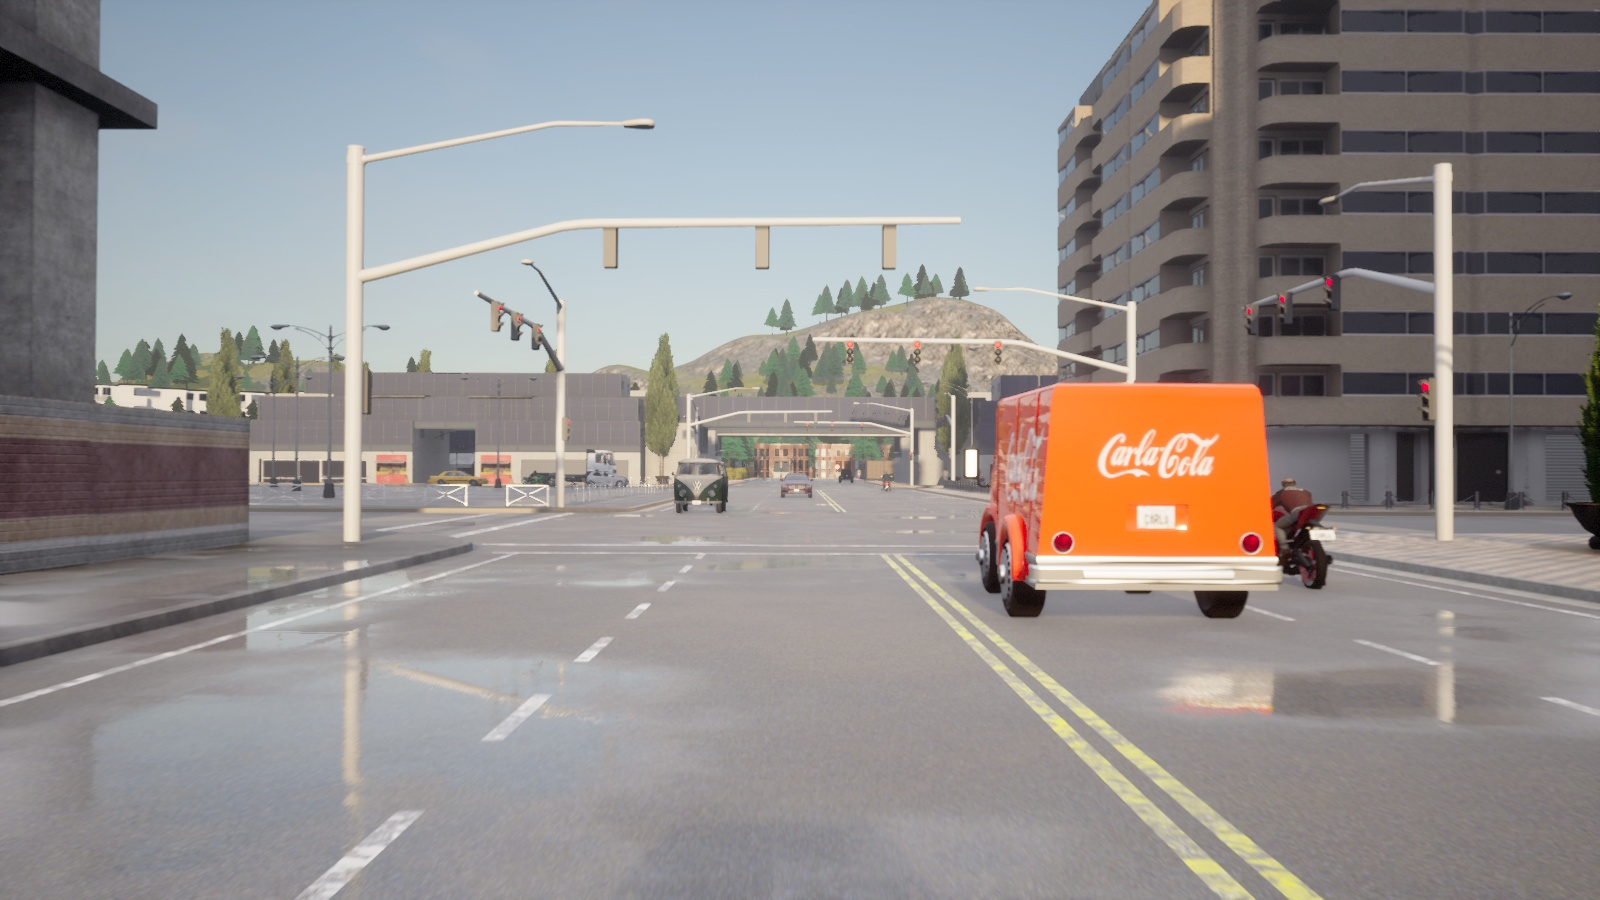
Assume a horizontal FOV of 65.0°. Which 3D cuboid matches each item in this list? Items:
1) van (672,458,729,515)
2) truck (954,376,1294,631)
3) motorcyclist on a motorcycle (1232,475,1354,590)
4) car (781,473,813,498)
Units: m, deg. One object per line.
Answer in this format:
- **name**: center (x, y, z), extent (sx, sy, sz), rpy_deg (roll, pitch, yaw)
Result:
- **van**: center (-3.613, 1.343, 46.298), extent (1.775, 1.987, 4.442), rpy_deg (0, -1, 0)
- **truck**: center (3.462, 0.562, 14.796), extent (2.627, 2.467, 5.204), rpy_deg (0, -1, 0)
- **motorcyclist on a motorcycle**: center (6.957, 1.121, 17.855), extent (0.866, 1.530, 2.191), rpy_deg (0, -1, 0)
- **car**: center (-0.179, 2.079, 73.926), extent (1.812, 1.442, 4.674), rpy_deg (0, -1, 0)
